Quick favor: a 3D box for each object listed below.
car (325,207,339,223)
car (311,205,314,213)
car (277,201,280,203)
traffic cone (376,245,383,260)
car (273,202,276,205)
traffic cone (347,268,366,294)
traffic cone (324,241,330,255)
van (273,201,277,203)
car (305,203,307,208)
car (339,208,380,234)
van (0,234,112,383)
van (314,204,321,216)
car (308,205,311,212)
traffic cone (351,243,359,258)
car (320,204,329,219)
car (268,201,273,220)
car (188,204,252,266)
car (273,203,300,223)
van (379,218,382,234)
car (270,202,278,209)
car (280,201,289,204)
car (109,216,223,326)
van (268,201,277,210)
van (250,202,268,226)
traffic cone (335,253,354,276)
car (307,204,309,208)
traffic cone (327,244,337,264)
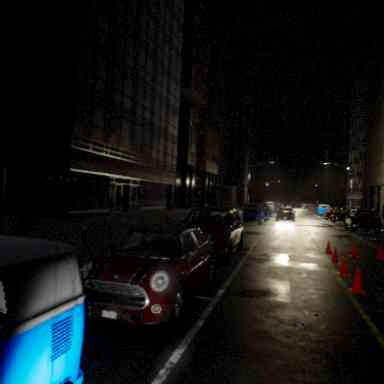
[{"bbox_3d":[16.562,2.720,37.313,1.887,1.381,4.507,3,-1,16],"label":"car"},{"bbox_3d":[22.648,3.234,58.902,1.887,1.381,4.507,3,-1,16],"label":"car"},{"bbox_3d":[15.977,2.885,66.612,1.967,1.590,4.097,3,-1,16],"label":"car"},{"bbox_3d":[7.776,2.469,13.718,0.340,0.580,0.340,3,-1,16],"label":"traffic cone"},{"bbox_3d":[9.885,2.481,45.020,2.008,1.369,4.403,3,-1,16],"label":"car"},{"bbox_3d":[4.226,2.245,8.489,0.340,0.580,0.340,3,-1,16],"label":"traffic cone"},{"bbox_3d":[5.854,2.381,14.262,0.340,0.580,0.340,3,-1,16],"label":"traffic cone"},{"bbox_3d":[12.939,2.529,55.818,1.690,1.788,3.998,3,-1,16],"label":"van"},{"bbox_3d":[27.259,3.606,75.258,1.752,1.417,4.829,3,-1,16],"label":"car"},{"bbox_3d":[13.530,2.234,26.521,2.192,1.841,5.009,3,-1,16],"label":"car"},{"bbox_3d":[-2.277,1.250,1.841,1.690,1.788,3.998,3,-1,16],"label":"van"},{"bbox_3d":[21.136,2.902,53.507,1.690,1.788,3.998,3,-1,16],"label":"van"},{"bbox_3d":[24.168,3.384,64.300,1.947,1.339,4.313,3,-1,16],"label":"car"},{"bbox_3d":[6.815,2.425,13.990,0.340,0.580,0.340,3,-1,16],"label":"traffic cone"},{"bbox_3d":[18.088,2.744,42.711,1.967,1.590,4.097,3,-1,16],"label":"car"},{"bbox_3d":[6.854,1.989,34.227,2.192,1.841,5.009,3,-1,16],"label":"car"},{"bbox_3d":[0.767,1.478,12.636,2.192,1.841,5.009,3,-1,16],"label":"car"},{"bbox_3d":[9.778,2.312,34.733,2.128,1.511,4.902,3,-1,16],"label":"car"},{"bbox_3d":[10.486,2.005,15.726,1.690,1.788,3.998,3,-1,16],"label":"van"},{"bbox_3d":[20.490,3.357,82.640,1.752,1.417,4.829,3,-1,16],"label":"car"},{"bbox_3d":[21.453,3.157,75.855,2.097,1.767,4.553,3,-1,16],"label":"car"},{"bbox_3d":[-0.760,1.476,7.238,1.967,1.590,4.097,3,-1,16],"label":"car"},{"bbox_3d":[17.503,2.915,72.011,1.690,1.788,3.998,3,-1,16],"label":"van"},{"bbox_3d":[5.331,1.887,28.829,1.690,1.788,3.998,3,-1,16],"label":"van"},{"bbox_3d":[4.769,2.290,10.413,0.340,0.580,0.340,3,-1,16],"label":"traffic cone"},{"bbox_3d":[25.737,3.476,69.861,1.752,1.417,4.829,3,-1,16],"label":"car"},{"bbox_3d":[5.311,2.336,12.338,0.340,0.580,0.340,3,-1,16],"label":"traffic cone"}]
